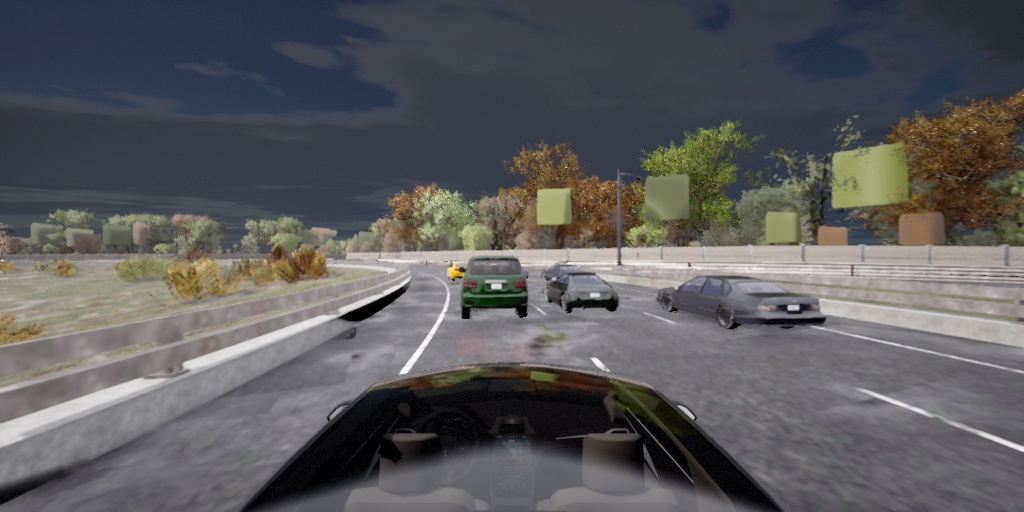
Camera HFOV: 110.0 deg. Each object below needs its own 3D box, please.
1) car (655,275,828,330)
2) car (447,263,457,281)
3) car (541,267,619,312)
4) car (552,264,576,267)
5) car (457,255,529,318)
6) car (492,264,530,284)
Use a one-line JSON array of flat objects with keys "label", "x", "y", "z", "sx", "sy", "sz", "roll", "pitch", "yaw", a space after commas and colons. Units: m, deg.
[{"label": "car", "x": 6.510, "y": 1.285, "z": 11.080, "sx": 2.033, "sy": 1.411, "sz": 5.357, "roll": 0, "pitch": 0, "yaw": -5}, {"label": "car", "x": -4.425, "y": 1.280, "z": 30.799, "sx": 1.882, "sy": 1.535, "sz": 5.008, "roll": 0, "pitch": 0, "yaw": -16}, {"label": "car", "x": 2.612, "y": 1.319, "z": 14.262, "sx": 1.994, "sy": 1.385, "sz": 4.181, "roll": 0, "pitch": 0, "yaw": -7}, {"label": "car", "x": 3.853, "y": 1.315, "z": 27.112, "sx": 2.033, "sy": 1.411, "sz": 5.357, "roll": 0, "pitch": 0, "yaw": -14}, {"label": "car", "x": -0.771, "y": 0.991, "z": 13.323, "sx": 2.150, "sy": 2.045, "sz": 5.566, "roll": 0, "pitch": 0, "yaw": -7}, {"label": "car", "x": -0.188, "y": 1.385, "z": 28.631, "sx": 1.895, "sy": 1.301, "sz": 4.718, "roll": 0, "pitch": 0, "yaw": -15}]
